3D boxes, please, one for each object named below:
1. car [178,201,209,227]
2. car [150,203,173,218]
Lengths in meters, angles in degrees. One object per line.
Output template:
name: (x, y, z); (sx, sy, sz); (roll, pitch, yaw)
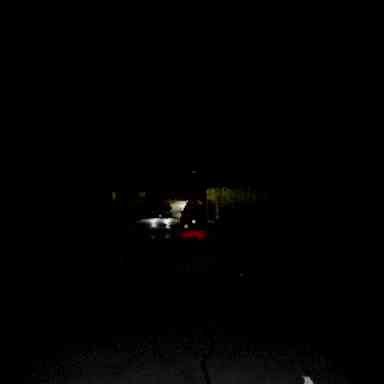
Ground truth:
car: (0.112, 1.643, 23.729); (1.837, 1.490, 4.892); (0, 0, 0)
car: (-2.829, 1.744, 32.210); (2.033, 1.411, 5.357); (0, 0, 0)
